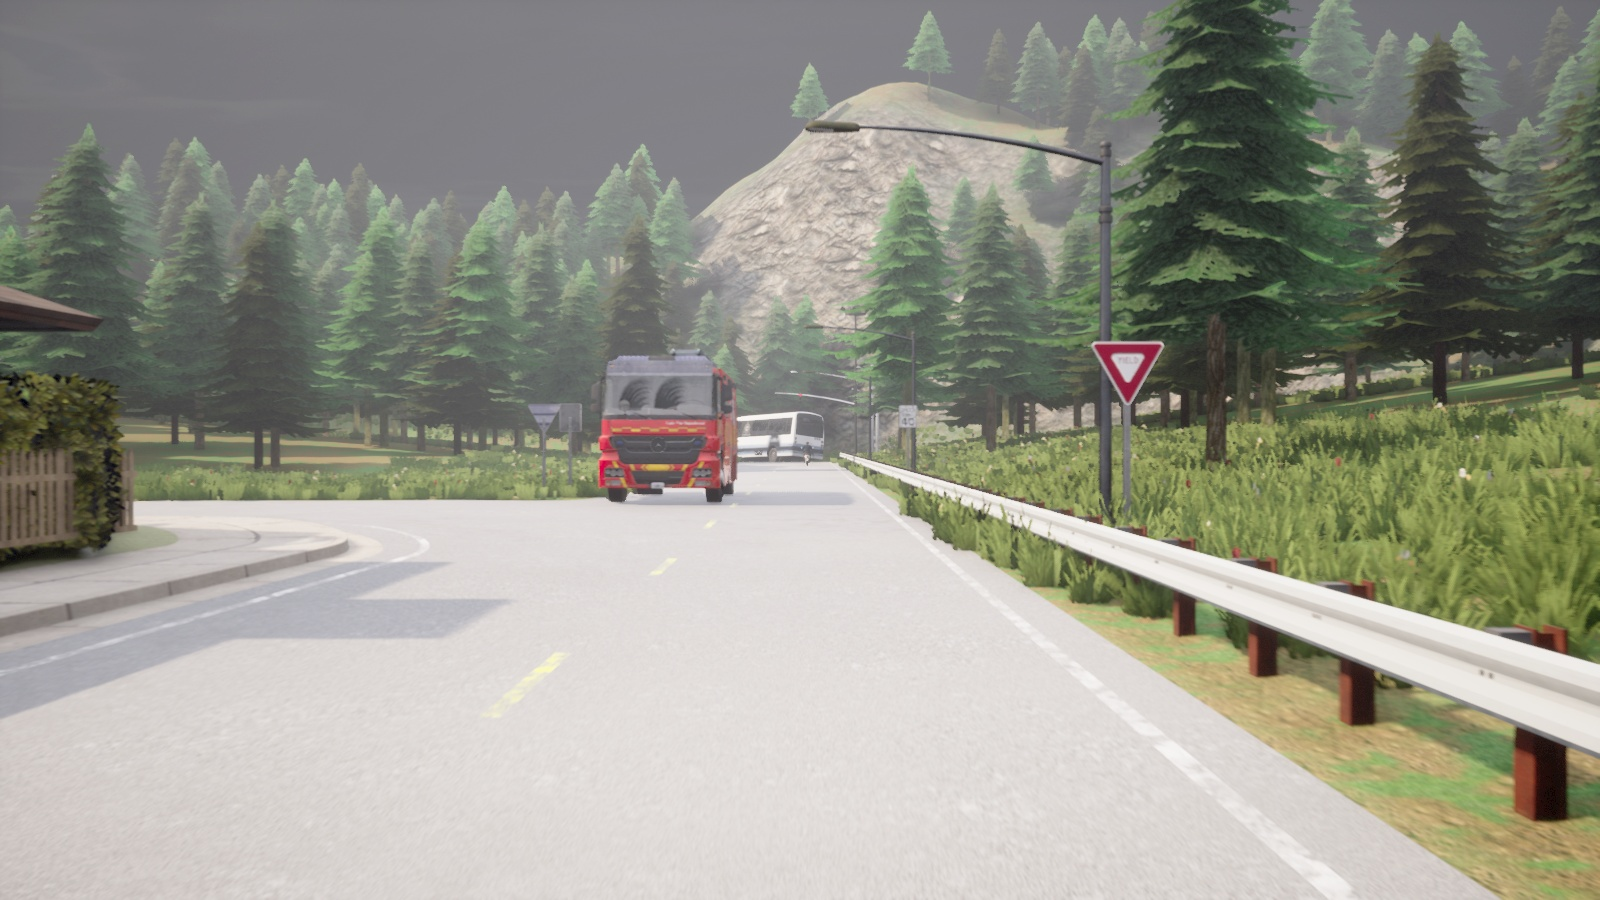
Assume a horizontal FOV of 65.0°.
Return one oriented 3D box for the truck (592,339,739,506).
[{"bbox_3d":[-3.295,-0.623,33.113,2.891,3.827,8.468,0,0,0],"label":"truck"}]
